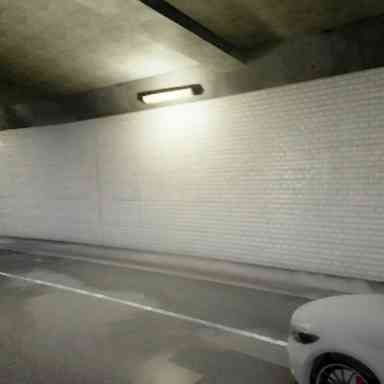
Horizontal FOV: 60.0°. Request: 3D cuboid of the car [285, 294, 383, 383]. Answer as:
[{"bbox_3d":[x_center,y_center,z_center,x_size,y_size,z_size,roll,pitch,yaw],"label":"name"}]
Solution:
[{"bbox_3d":[3.240,1.566,3.010,4.674,1.442,1.812,0,-1,37],"label":"car"}]
